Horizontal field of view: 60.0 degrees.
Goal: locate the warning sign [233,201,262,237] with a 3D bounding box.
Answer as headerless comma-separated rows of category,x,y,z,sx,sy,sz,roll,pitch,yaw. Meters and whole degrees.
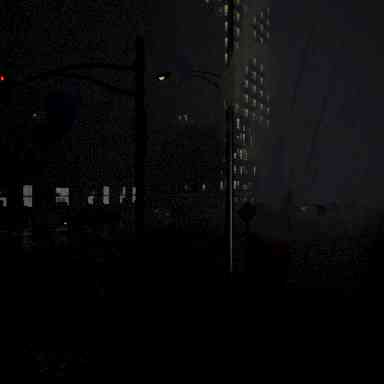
warning sign,3.104,1.454,18.559,1.300,1.860,1.060,1,1,33

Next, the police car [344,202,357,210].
police car,31.466,2.739,65.857,1.930,1.638,5.238,0,-1,33

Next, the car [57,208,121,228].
car,-7.712,1.921,25.252,1.895,1.301,4.718,0,-1,33

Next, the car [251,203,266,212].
car,10.260,2.437,53.041,1.812,1.442,4.674,0,-1,33

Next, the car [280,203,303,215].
car,13.919,2.459,46.590,1.895,1.301,4.718,0,-1,33

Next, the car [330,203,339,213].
car,22.503,2.529,53.853,1.882,1.535,5.008,0,-1,33

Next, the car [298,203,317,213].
car,19.106,2.534,54.750,1.837,1.490,4.892,0,-1,33

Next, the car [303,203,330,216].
car,16.974,2.375,45.240,1.837,1.490,4.892,0,-1,33

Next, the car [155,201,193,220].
car,-1.795,1.868,34.448,2.097,1.767,4.553,0,-1,33
